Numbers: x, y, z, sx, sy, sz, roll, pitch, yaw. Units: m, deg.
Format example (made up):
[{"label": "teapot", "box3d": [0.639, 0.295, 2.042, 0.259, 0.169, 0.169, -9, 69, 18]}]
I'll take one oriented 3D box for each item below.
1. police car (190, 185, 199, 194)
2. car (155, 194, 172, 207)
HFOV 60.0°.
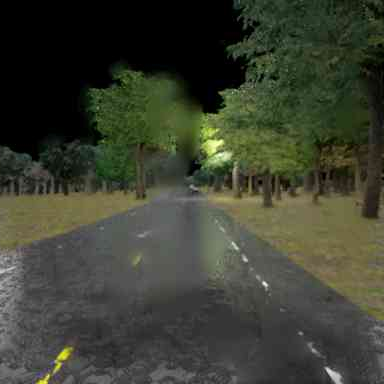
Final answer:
[{"label": "police car", "box3d": [0.995, -0.392, 95.168, 1.930, 1.638, 5.238, 0, 2, 0]}, {"label": "car", "box3d": [-3.608, 1.024, 42.478, 1.882, 1.535, 5.008, 0, 1, 0]}]
